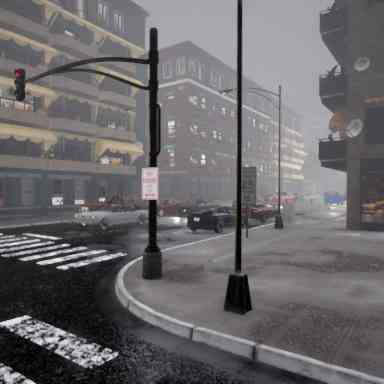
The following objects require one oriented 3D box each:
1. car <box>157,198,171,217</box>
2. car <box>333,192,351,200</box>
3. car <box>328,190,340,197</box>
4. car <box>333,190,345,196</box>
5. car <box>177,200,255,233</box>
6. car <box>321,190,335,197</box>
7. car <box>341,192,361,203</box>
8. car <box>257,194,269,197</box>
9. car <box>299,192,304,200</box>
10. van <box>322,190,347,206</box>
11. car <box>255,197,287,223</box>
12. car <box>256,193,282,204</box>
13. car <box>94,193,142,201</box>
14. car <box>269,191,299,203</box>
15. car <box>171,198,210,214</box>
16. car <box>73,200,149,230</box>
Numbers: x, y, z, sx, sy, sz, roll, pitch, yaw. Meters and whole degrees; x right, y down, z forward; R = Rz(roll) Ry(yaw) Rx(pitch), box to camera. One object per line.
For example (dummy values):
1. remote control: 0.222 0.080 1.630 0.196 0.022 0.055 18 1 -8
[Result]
1. car: -2.201 1.181 27.356 1.887 1.381 4.507 2 2 35
2. car: 25.897 0.696 57.261 1.895 1.301 4.718 1 1 35
3. car: 33.049 0.337 77.478 1.802 1.307 4.206 2 2 35
4. car: 36.253 0.257 82.034 1.802 1.307 4.206 2 2 35
5. car: 1.426 1.348 17.947 1.947 1.339 4.313 2 2 35
6. car: 29.845 0.379 72.921 1.887 1.381 4.507 2 2 35
7. car: 23.858 0.764 49.842 1.887 1.381 4.507 2 2 35
8. car: 5.812 1.013 34.254 1.837 1.490 4.892 1 1 35
9. car: 17.026 0.720 54.695 1.947 1.339 4.313 2 2 35
10. van: 17.452 0.721 40.725 1.690 1.788 3.998 2 2 35
11. car: 4.631 1.283 22.504 1.802 1.307 4.206 2 2 35
12. car: 10.617 0.881 45.582 1.947 1.339 4.313 2 2 35
13. car: -5.403 1.031 22.794 2.192 1.841 5.009 2 2 35
14. car: 11.516 0.718 42.315 2.097 1.767 4.553 1 1 35
15. car: 0.561 1.203 26.817 1.994 1.385 4.181 1 1 34
16. car: -4.532 1.368 19.551 1.895 1.301 4.718 1 1 35
